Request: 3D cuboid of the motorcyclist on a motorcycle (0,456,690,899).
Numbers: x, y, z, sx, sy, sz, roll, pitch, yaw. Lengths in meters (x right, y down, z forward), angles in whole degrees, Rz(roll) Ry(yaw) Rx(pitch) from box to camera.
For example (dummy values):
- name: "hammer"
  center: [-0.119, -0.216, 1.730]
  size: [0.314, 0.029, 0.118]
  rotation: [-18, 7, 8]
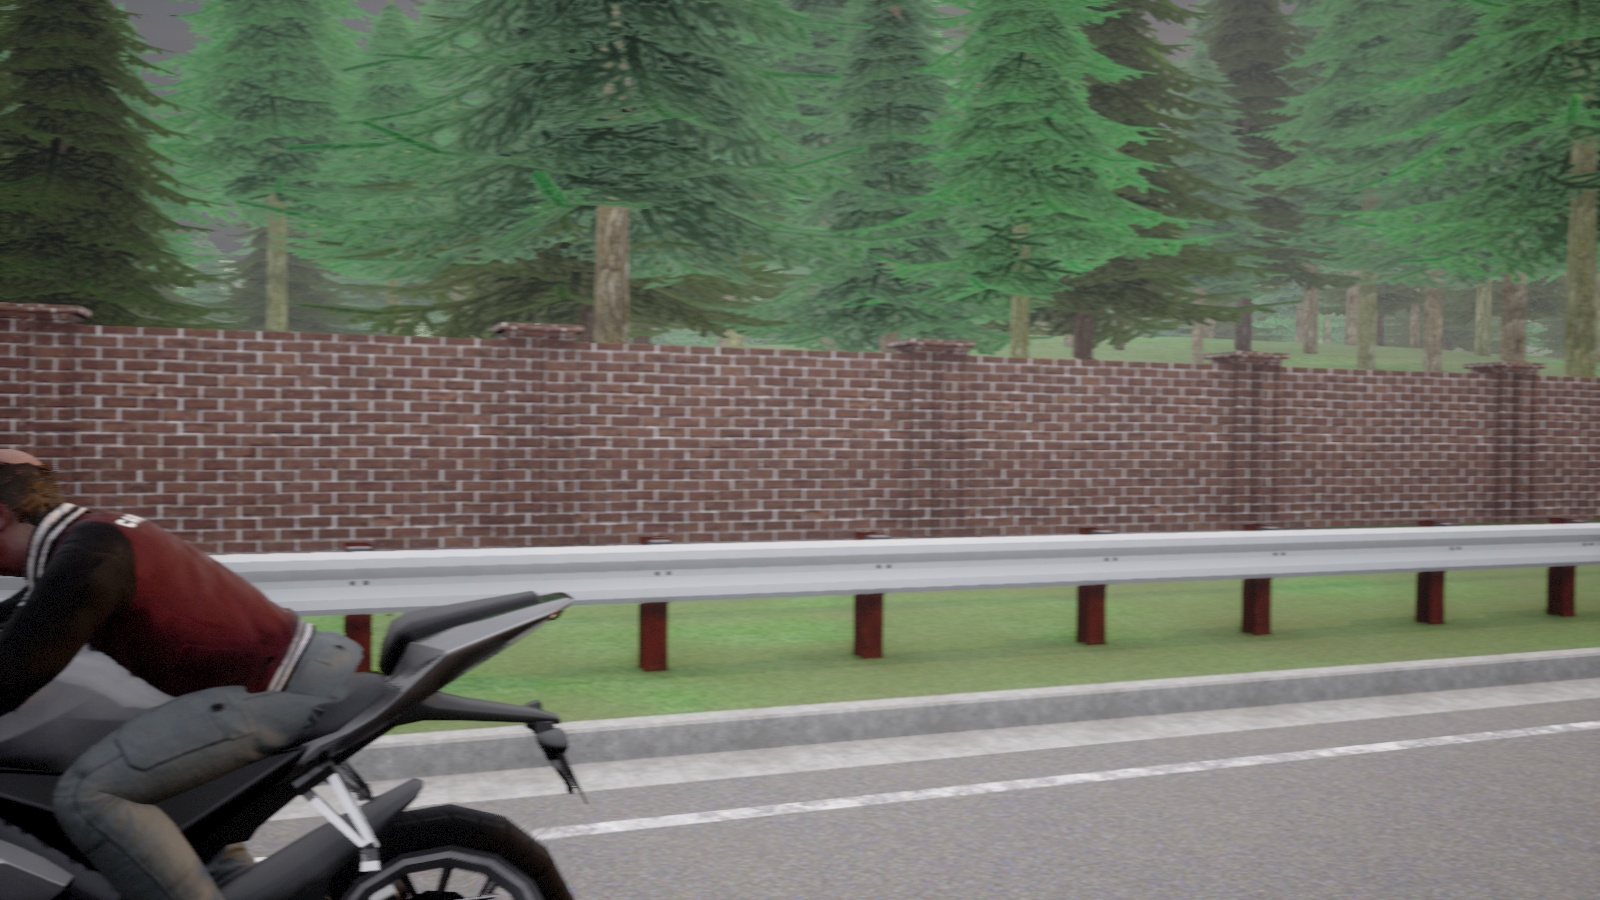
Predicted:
- name: "motorcyclist on a motorcycle"
  center: [-1.416, 0.805, 2.702]
  size: [2.191, 1.530, 0.866]
  rotation: [-1, 1, -21]
